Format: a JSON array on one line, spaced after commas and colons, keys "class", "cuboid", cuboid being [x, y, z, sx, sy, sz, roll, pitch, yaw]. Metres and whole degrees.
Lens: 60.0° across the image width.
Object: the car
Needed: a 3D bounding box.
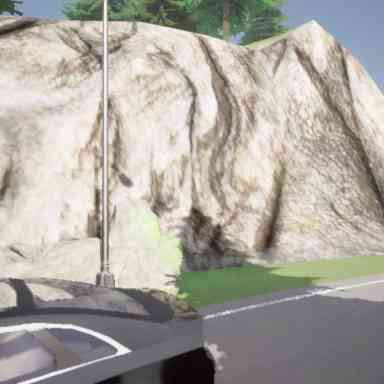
[{"class": "car", "cuboid": [-2.082, 1.491, 2.195, 4.902, 1.511, 2.128, 0, 0, -34]}]
